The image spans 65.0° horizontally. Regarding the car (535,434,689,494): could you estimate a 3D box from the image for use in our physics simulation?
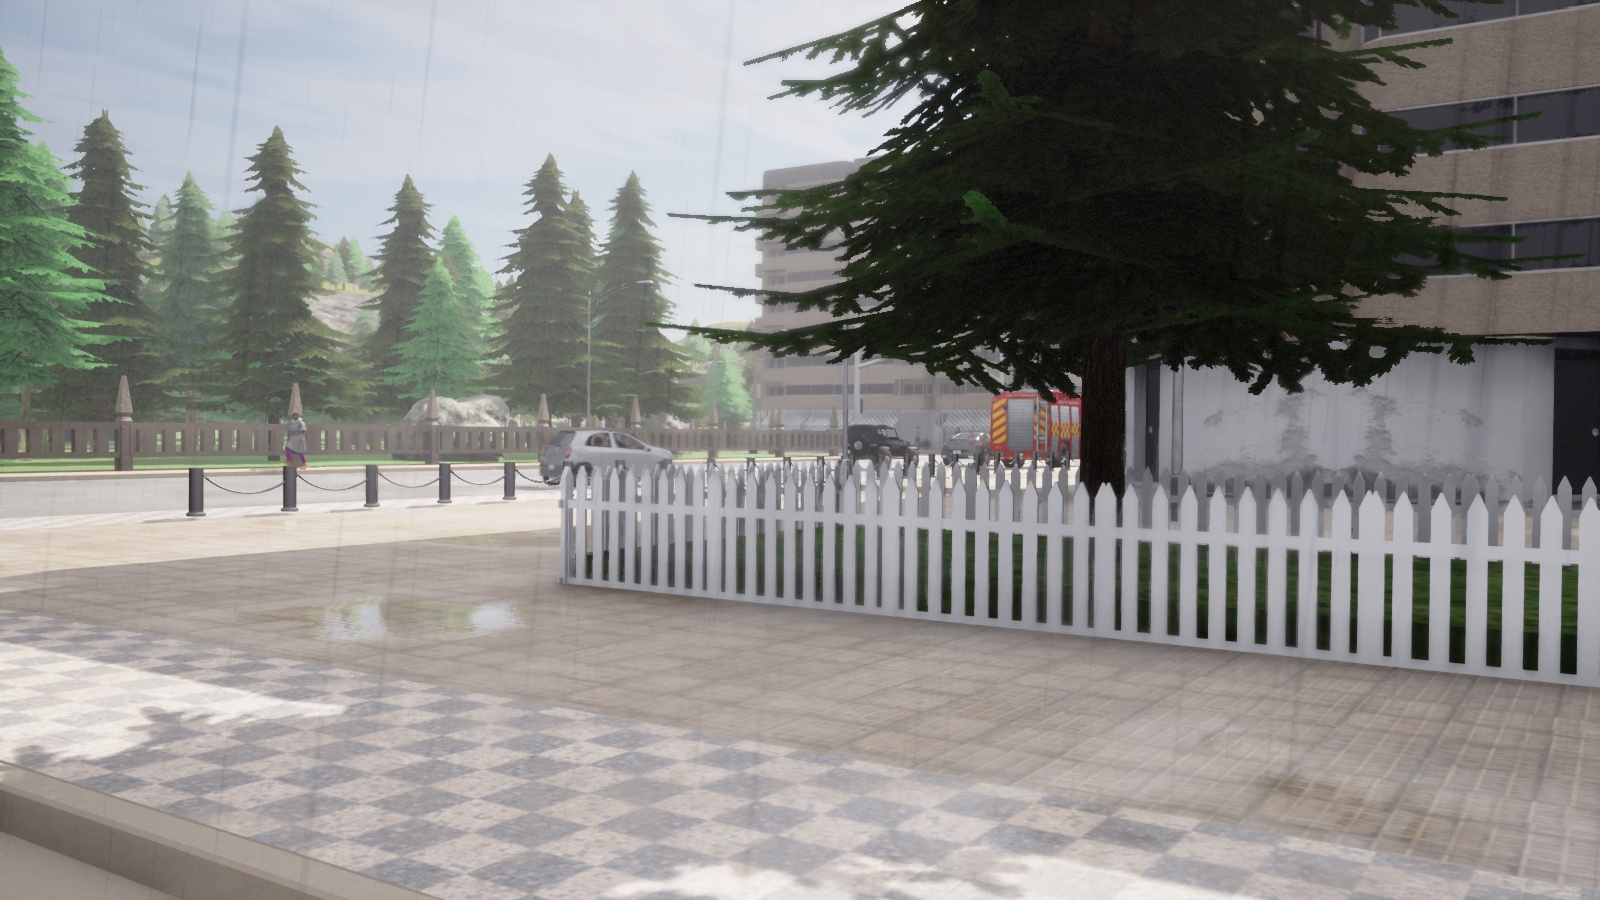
[{"bbox_3d":[-4.984,0.333,33.482,3.633,1.501,1.845,-1,1,-40],"label":"car"}]

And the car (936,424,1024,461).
[{"bbox_3d":[8.515,-0.375,59.159,2.152,1.651,5.027,0,1,34],"label":"car"}]

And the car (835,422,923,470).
[{"bbox_3d":[3.255,-0.202,51.220,1.905,1.878,3.866,0,1,33],"label":"car"}]

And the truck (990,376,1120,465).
[{"bbox_3d":[11.891,-1.332,57.919,2.891,3.827,8.468,0,1,34],"label":"truck"}]

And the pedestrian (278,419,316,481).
[{"bbox_3d":[-16.148,-0.014,40.298,0.659,1.952,0.873,0,1,33],"label":"pedestrian"}]
